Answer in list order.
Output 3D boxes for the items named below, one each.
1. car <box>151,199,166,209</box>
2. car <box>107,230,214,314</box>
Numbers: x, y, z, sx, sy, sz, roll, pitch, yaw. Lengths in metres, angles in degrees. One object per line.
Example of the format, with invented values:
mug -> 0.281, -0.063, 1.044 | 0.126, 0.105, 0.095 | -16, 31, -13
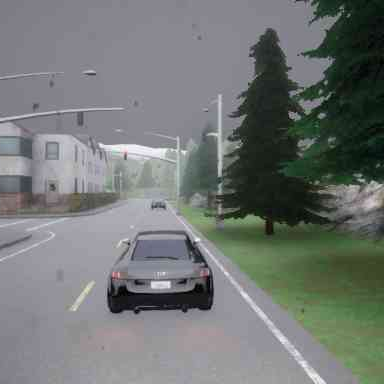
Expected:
car -> -4.437, 1.601, 43.914 | 1.895, 1.301, 4.718 | 0, 0, -6
car -> -0.693, 1.564, 7.711 | 1.994, 1.385, 4.181 | 0, 0, -5
